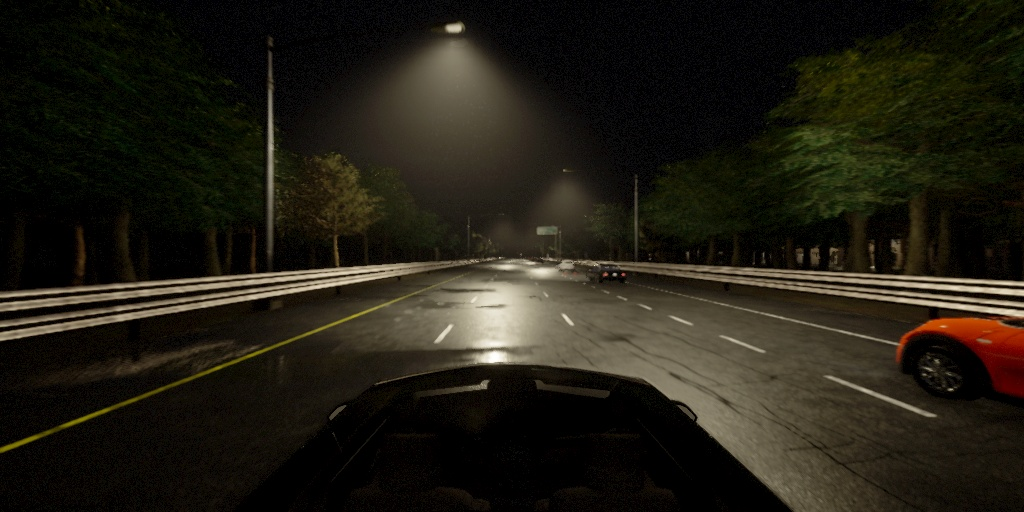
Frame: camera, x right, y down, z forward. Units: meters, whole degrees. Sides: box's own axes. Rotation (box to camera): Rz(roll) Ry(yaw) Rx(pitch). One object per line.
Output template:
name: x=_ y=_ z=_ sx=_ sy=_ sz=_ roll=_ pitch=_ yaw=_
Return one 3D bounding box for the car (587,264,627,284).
car: x=7.031 y=1.320 z=27.038 sx=2.033 sy=1.411 sz=5.357 roll=0 pitch=0 yaw=0

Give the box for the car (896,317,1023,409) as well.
car: x=7.000 y=1.105 z=3.620 sx=2.097 sy=1.767 sz=4.553 roll=0 pitch=0 yaw=0

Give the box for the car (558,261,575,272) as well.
car: x=7.105 y=1.327 z=47.009 sx=1.812 sy=1.442 sz=4.674 roll=0 pitch=0 yaw=0
